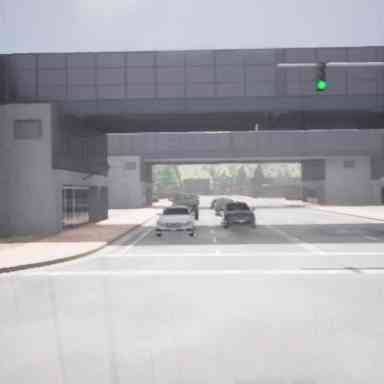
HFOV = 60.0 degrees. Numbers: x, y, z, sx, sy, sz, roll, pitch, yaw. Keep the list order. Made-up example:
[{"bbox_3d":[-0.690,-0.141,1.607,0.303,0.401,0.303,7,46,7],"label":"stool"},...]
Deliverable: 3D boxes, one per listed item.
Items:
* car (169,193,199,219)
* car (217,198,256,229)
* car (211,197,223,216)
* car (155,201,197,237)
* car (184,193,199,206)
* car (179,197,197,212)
[{"bbox_3d":[-0.611,1.090,27.439,2.150,2.045,5.566,-1,0,1],"label":"car"},{"bbox_3d":[2.758,1.360,20.735,1.837,1.490,4.892,-1,0,1],"label":"car"},{"bbox_3d":[2.951,1.313,29.843,1.837,1.490,4.892,-1,0,1],"label":"car"},{"bbox_3d":[-0.811,1.445,17.753,1.812,1.442,4.674,-1,0,1],"label":"car"},{"bbox_3d":[-0.032,1.096,51.017,2.097,1.767,4.553,-1,0,2],"label":"car"},{"bbox_3d":[-0.391,1.343,37.252,1.812,1.442,4.674,-1,0,1],"label":"car"}]
